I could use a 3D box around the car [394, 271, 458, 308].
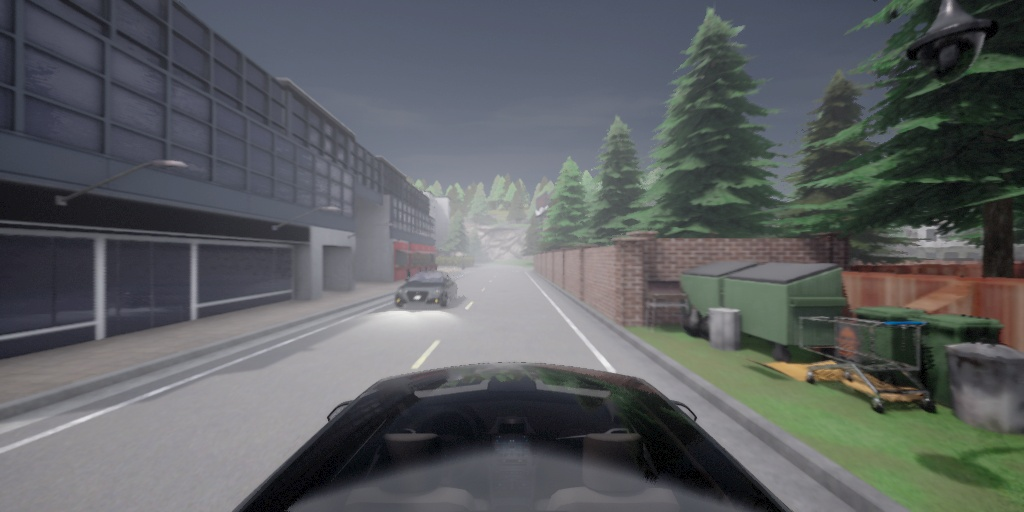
[{"bbox_3d":[-3.499,1.345,15.250,1.994,1.385,4.181,0,0,0],"label":"car"}]
